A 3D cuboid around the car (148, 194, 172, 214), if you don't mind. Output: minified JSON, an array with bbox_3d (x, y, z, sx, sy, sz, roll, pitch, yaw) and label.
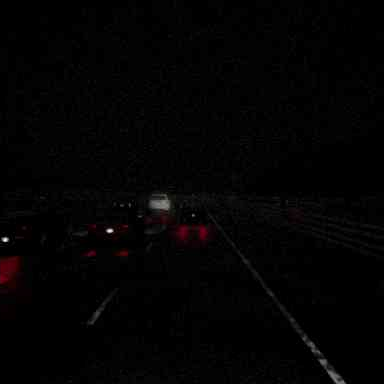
[{"bbox_3d":[-3.417,1.235,36.095,2.150,2.045,5.566,0,0,0],"label":"car"}]

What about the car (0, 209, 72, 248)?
[{"bbox_3d":[-6.903,1.514,14.785,1.837,1.490,4.892,0,0,0],"label":"car"}]

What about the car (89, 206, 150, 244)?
[{"bbox_3d":[-3.403,1.574,15.777,1.994,1.385,4.181,0,0,0],"label":"car"}]

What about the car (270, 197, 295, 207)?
[{"bbox_3d":[13.161,1.434,48.354,1.812,1.442,4.674,0,0,-19],"label":"car"}]

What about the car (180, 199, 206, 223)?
[{"bbox_3d":[0.095,1.490,25.822,1.882,1.535,5.008,0,0,0],"label":"car"}]

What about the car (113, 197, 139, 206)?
[{"bbox_3d":[-6.905,1.365,34.954,2.097,1.767,4.553,0,0,0],"label":"car"}]

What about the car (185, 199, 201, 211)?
[{"bbox_3d":[0.094,1.581,42.896,1.994,1.385,4.181,0,0,0],"label":"car"}]
